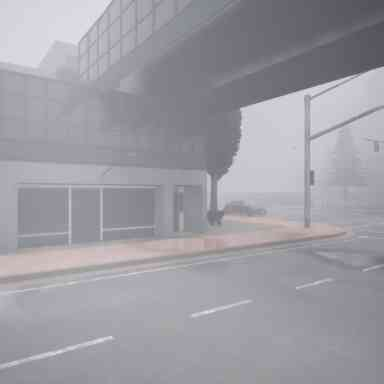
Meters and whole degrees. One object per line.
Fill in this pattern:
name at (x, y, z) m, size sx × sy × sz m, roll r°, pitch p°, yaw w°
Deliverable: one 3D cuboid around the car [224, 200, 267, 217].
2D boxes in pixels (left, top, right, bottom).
car at (4.987, 1.525, 31.626) m, size 1.812 × 1.442 × 4.674 m, roll 0°, pitch 0°, yaw -36°
